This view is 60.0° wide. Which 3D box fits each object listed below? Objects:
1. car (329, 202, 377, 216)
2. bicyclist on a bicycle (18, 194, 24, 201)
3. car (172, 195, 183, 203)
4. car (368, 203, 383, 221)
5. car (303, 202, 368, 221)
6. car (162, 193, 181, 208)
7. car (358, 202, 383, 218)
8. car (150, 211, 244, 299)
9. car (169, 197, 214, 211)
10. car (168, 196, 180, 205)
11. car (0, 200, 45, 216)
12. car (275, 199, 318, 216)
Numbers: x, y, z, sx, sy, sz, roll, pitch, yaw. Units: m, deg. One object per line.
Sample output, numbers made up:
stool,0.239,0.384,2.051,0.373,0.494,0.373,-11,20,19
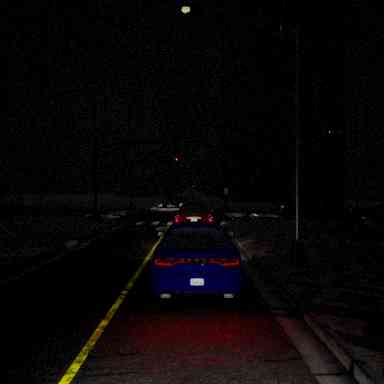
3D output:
car,17.781,1.839,36.864,4.403,1.369,2.008,1,-1,0
bicyclist on a bicycle,-20.502,1.027,39.724,0.582,1.620,1.656,1,0,0
car,-3.018,1.487,69.446,2.128,1.511,4.902,0,0,0
car,17.944,1.822,28.340,4.829,1.417,1.752,1,-1,0
car,12.131,1.772,28.339,4.313,1.339,1.947,1,-1,0
car,-3.100,1.218,49.296,2.150,2.045,5.566,0,0,0
car,19.914,1.849,34.191,4.674,1.442,1.812,1,0,0
car,0.099,1.477,8.499,1.882,1.535,5.008,0,0,0
car,0.118,1.350,17.653,2.097,1.767,4.553,0,0,1
car,-3.087,1.522,59.127,1.812,1.442,4.674,0,0,1
car,-14.777,1.365,28.240,4.403,1.369,2.008,1,-1,0
car,10.947,1.537,34.188,4.553,1.767,2.097,1,0,0
